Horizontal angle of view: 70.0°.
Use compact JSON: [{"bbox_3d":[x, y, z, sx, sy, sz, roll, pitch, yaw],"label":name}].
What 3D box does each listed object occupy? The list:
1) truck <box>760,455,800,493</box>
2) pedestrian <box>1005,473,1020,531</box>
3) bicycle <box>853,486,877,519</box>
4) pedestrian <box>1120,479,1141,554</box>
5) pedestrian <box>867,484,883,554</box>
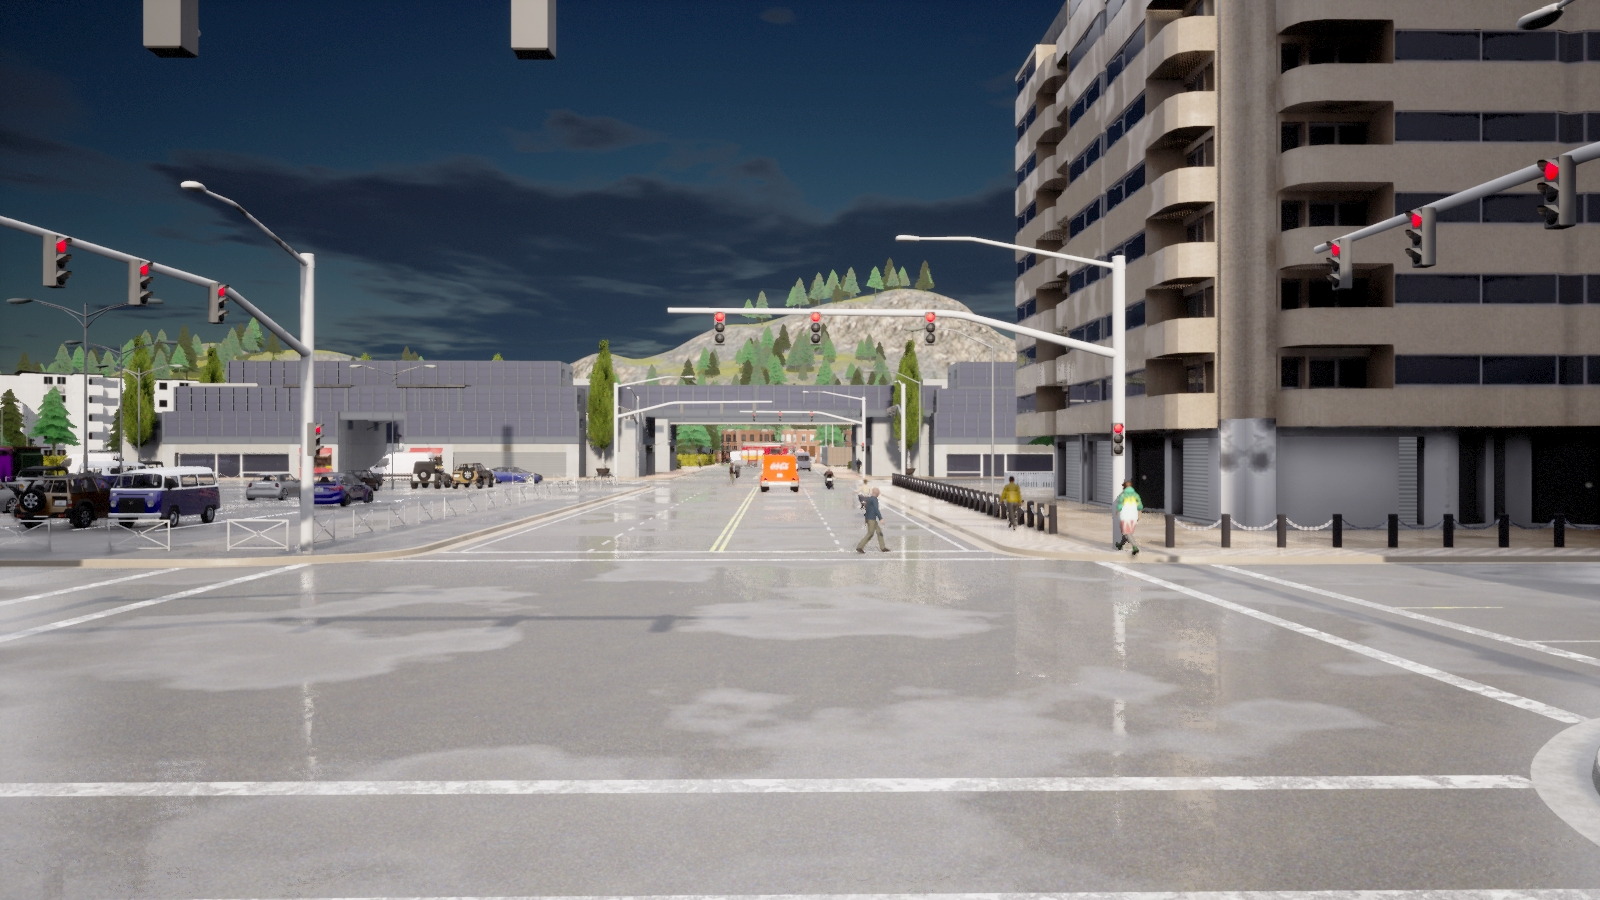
[{"bbox_3d":[-1.366,1.564,77.071,2.627,2.467,5.204,0,0,-1],"label":"truck"},{"bbox_3d":[6.914,1.695,37.166,0.375,1.860,0.375,0,0,-3],"label":"pedestrian"},{"bbox_3d":[2.678,2.158,47.033,0.859,1.276,1.487,0,0,-1],"label":"bicycle"},{"bbox_3d":[8.205,1.645,28.377,0.375,1.860,0.375,0,0,-12],"label":"pedestrian"},{"bbox_3d":[2.006,1.844,30.586,0.375,1.860,0.375,0,0,-9],"label":"pedestrian"}]
